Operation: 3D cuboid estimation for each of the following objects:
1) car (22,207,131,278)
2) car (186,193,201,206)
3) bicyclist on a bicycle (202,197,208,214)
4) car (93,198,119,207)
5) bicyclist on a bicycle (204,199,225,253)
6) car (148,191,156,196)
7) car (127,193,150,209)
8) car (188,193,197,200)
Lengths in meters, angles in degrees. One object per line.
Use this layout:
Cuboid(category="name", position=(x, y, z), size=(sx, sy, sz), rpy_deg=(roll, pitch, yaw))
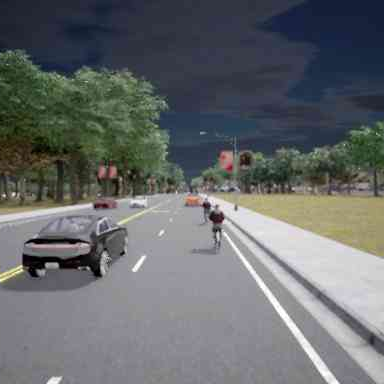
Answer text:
Cuboid(category="car", position=(-3.125, 1.417, 9.863), size=(2.128, 1.511, 4.902), rpy_deg=(0, 0, 0))
Cuboid(category="car", position=(0.205, 0.995, 47.292), size=(2.097, 1.767, 4.553), rpy_deg=(0, 0, 0))
Cuboid(category="bicyclist on a bicycle", position=(0.944, 1.204, 21.508), size=(0.659, 1.776, 1.843), rpy_deg=(0, 1, 0))
Cuboid(category="car", position=(-9.752, 1.325, 37.720), size=(1.895, 1.301, 4.718), rpy_deg=(0, 0, 0))
Cuboid(category="bicyclist on a bicycle", position=(0.923, 1.273, 12.308), size=(0.659, 1.776, 1.843), rpy_deg=(0, 1, 0))
Cuboid(category="car", position=(-9.570, 0.546, 78.279), size=(1.882, 1.535, 5.008), rpy_deg=(0, 0, 0))
Cuboid(category="car", position=(-6.489, 1.224, 40.733), size=(1.812, 1.442, 4.674), rpy_deg=(0, 1, 0))
Cuboid(category="car", position=(0.164, 0.988, 70.996), size=(1.837, 1.490, 4.892), rpy_deg=(0, 0, 0))
